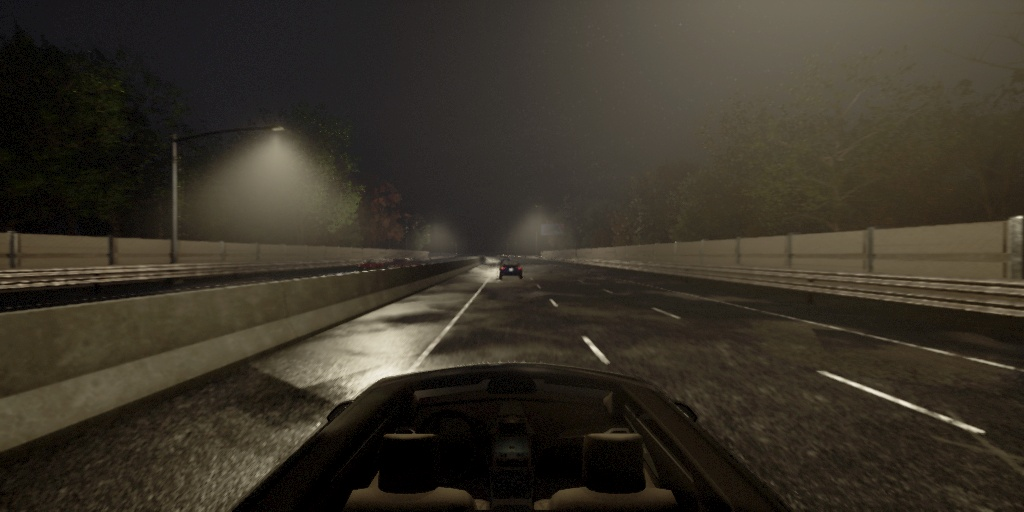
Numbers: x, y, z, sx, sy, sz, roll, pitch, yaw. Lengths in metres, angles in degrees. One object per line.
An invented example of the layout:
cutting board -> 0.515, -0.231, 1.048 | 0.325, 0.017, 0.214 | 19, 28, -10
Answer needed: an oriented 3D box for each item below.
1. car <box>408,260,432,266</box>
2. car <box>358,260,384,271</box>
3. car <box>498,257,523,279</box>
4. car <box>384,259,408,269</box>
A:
car -> -10.986, 1.181, 44.542 | 1.895, 1.301, 4.718 | 0, 0, -1
car -> -18.018, 1.187, 46.009 | 1.895, 1.301, 4.718 | 0, 0, -1
car -> -0.100, 1.125, 31.172 | 2.163, 1.488, 4.792 | 0, 0, -1
car -> -14.526, 1.104, 46.338 | 1.812, 1.442, 4.674 | 0, 0, -1
